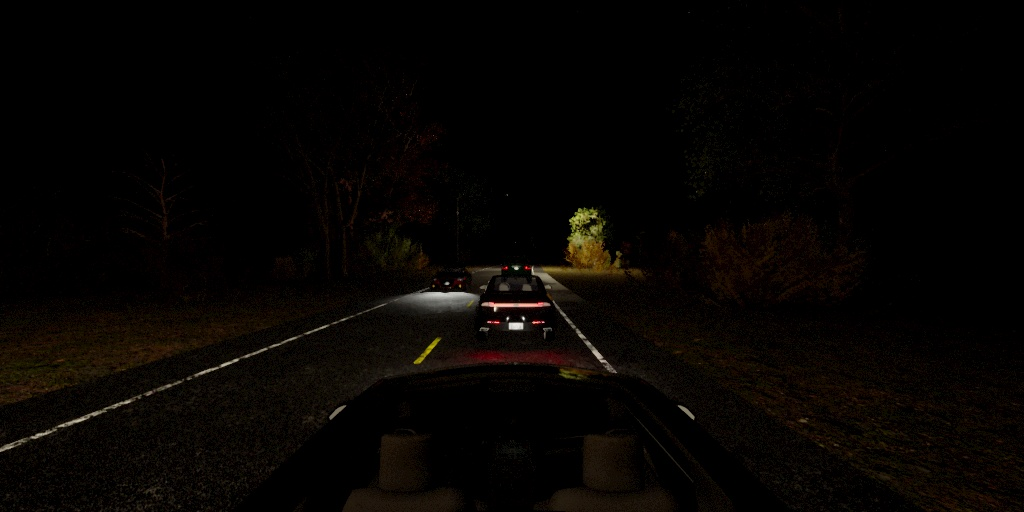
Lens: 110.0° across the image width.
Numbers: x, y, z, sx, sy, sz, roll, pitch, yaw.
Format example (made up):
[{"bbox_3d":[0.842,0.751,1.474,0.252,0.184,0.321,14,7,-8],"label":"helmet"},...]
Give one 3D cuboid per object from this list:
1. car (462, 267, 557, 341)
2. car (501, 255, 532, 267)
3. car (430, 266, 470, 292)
[{"bbox_3d":[0.101,1.237,9.842,2.128,1.511,4.902,0,0,0],"label":"car"},{"bbox_3d":[0.350,0.951,27.185,2.150,2.045,5.566,0,0,1],"label":"car"},{"bbox_3d":[-3.472,1.297,21.281,1.994,1.385,4.181,0,0,1],"label":"car"}]
